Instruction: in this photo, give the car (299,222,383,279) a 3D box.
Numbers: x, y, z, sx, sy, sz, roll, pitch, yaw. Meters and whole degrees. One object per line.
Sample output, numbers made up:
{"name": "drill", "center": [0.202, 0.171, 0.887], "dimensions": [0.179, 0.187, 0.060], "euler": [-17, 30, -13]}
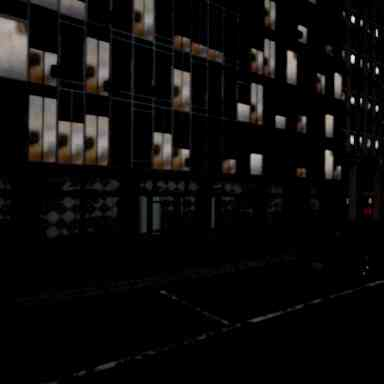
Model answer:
{"name": "car", "center": [5.178, 1.634, 10.247], "dimensions": [4.313, 1.339, 1.947], "euler": [0, 0, -35]}
